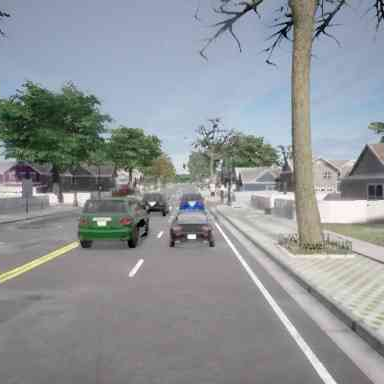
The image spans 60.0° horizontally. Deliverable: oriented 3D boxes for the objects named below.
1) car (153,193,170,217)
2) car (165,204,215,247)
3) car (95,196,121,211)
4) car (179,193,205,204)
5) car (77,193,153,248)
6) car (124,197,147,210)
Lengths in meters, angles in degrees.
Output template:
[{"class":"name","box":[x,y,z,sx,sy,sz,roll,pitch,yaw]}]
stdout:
[{"class":"car","box":[-3.250,1.075,29.671,2.150,2.045,5.566,0,1,0]},{"class":"car","box":[0.000,1.484,14.648,1.812,1.442,4.674,0,0,0]},{"class":"car","box":[-9.750,1.253,38.972,1.837,1.490,4.892,0,1,0]},{"class":"car","box":[0.001,1.075,29.671,2.150,2.045,5.566,0,1,0]},{"class":"car","box":[-3.250,1.208,14.676,2.150,2.045,5.566,0,0,0]},{"class":"car","box":[-6.500,1.348,38.943,1.895,1.301,4.718,0,1,0]}]
